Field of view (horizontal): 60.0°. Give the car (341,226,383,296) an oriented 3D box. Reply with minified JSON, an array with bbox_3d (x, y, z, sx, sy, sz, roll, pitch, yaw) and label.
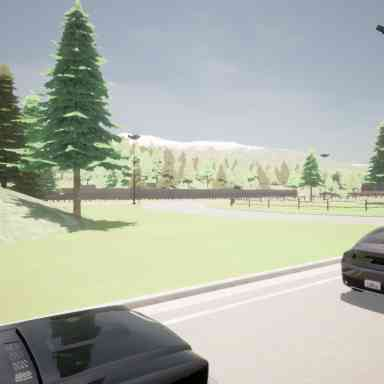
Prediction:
[{"bbox_3d":[5.402,1.505,7.693,4.892,1.490,1.837,0,0,-35],"label":"car"}]

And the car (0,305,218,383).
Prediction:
[{"bbox_3d":[-2.105,1.601,2.248,4.718,1.301,1.895,0,0,-35],"label":"car"}]
